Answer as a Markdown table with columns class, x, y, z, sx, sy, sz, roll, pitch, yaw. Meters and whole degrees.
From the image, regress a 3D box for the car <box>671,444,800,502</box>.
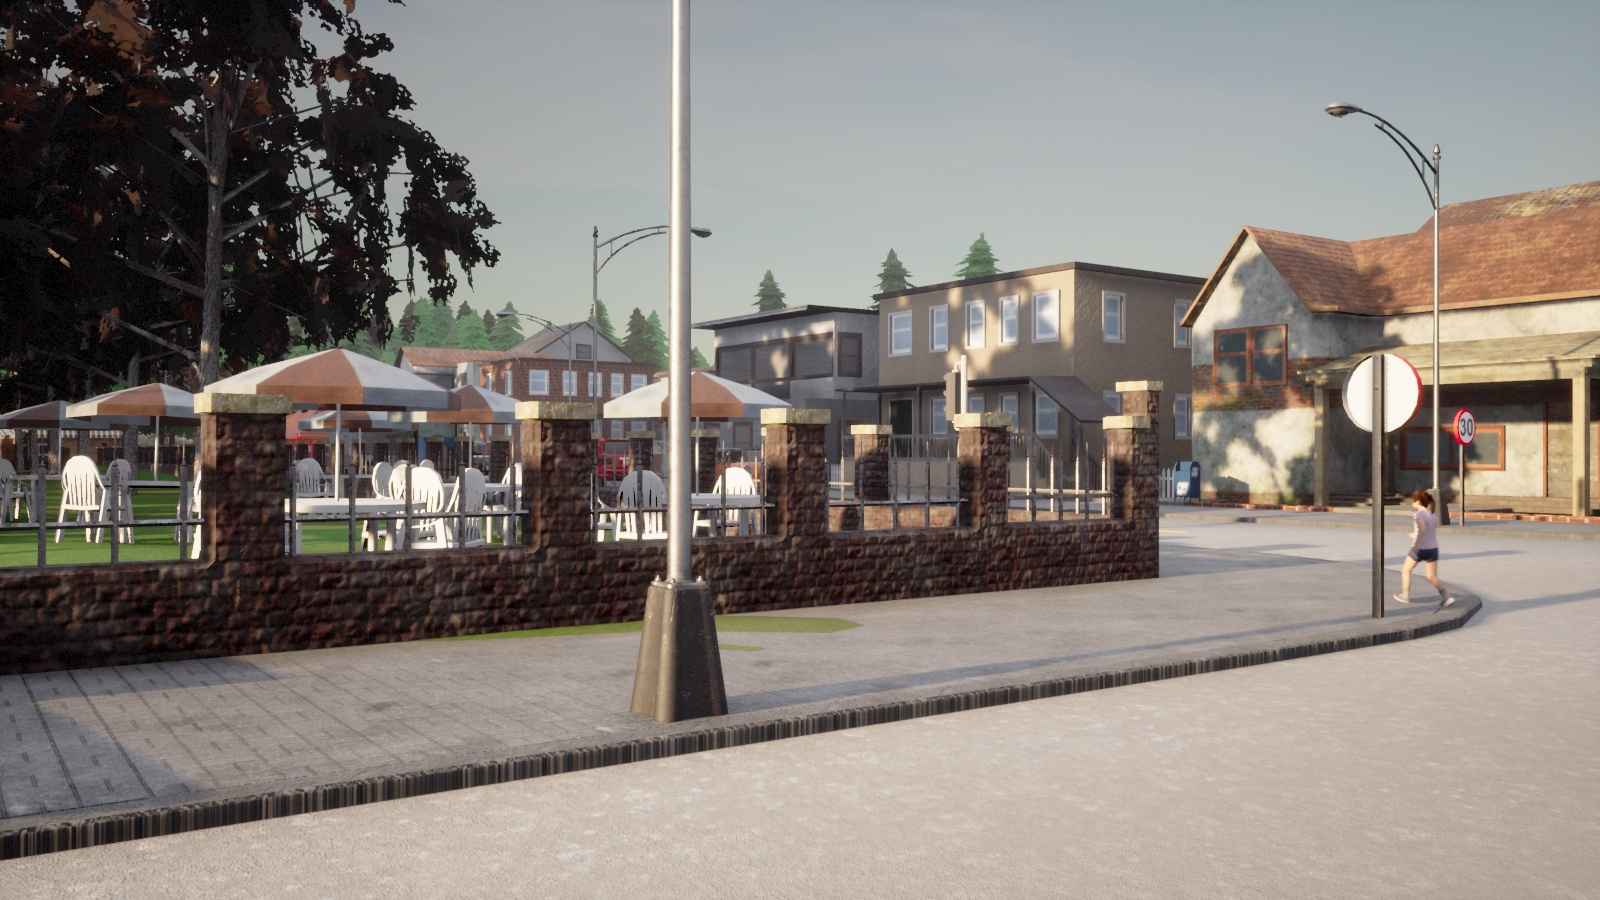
| class | x | y | z | sx | sy | sz | roll | pitch | yaw |
| --- | --- | --- | --- | --- | --- | --- | --- | --- | --- |
| car | -2.155 | 0.708 | 40.806 | 2.097 | 1.767 | 4.553 | 0 | 0 | -35 |

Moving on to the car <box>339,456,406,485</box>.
| class | x | y | z | sx | sy | sz | roll | pitch | yaw |
| --- | --- | --- | --- | --- | --- | --- | --- | --- | --- |
| car | -21.485 | 1.009 | 63.260 | 1.994 | 1.385 | 4.181 | 0 | 0 | -1 |

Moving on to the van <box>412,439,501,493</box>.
| class | x | y | z | sx | sy | sz | roll | pitch | yaw |
| --- | --- | --- | --- | --- | --- | --- | --- | --- | --- |
| van | -13.867 | 0.621 | 50.566 | 2.069 | 2.038 | 4.480 | 0 | 0 | -35 |

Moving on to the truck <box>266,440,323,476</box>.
| class | x | y | z | sx | sy | sz | roll | pitch | yaw |
| --- | --- | --- | --- | --- | --- | --- | --- | --- | --- |
| truck | -35.828 | 0.552 | 88.933 | 2.627 | 2.467 | 5.204 | 0 | 0 | -35 |

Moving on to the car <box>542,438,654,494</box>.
| class | x | y | z | sx | sy | sz | roll | pitch | yaw |
| --- | --- | --- | --- | --- | --- | --- | --- | --- | --- |
| car | -7.976 | 0.601 | 49.126 | 2.150 | 2.045 | 5.566 | 0 | 0 | -35 |

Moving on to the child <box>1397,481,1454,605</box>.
| class | x | y | z | sx | sy | sz | roll | pitch | yaw |
| --- | --- | --- | --- | --- | --- | --- | --- | --- | --- |
| child | 5.751 | 0.846 | 11.555 | 0.255 | 1.110 | 0.394 | 0 | 0 | -20 |
